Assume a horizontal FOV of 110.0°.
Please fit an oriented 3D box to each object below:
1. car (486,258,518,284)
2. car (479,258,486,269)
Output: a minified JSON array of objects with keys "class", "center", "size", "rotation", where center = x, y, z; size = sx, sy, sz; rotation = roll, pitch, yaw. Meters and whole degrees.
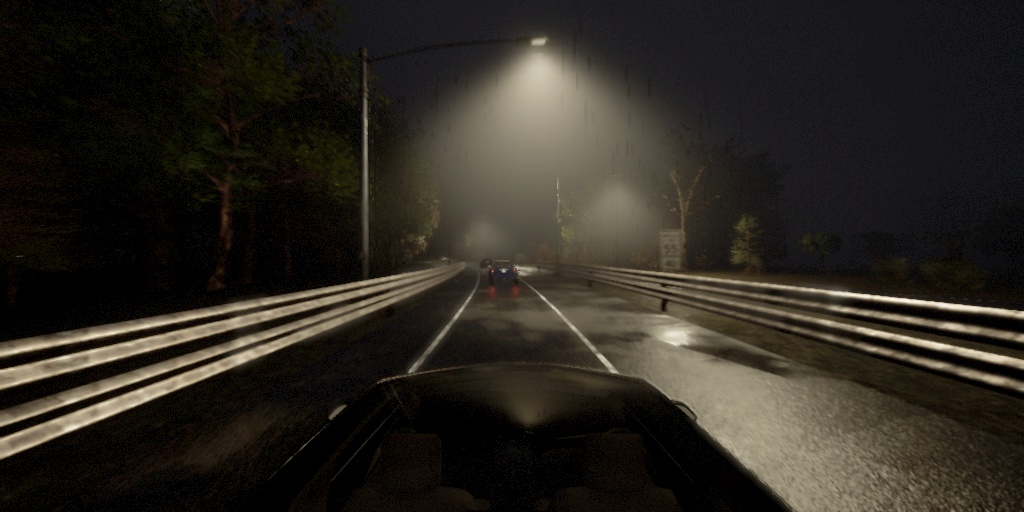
[{"class":"car","center":[-0.741,1.108,27.565],"size":[2.097,1.767,4.553],"rotation":[0,0,-4]},{"class":"car","center":[-4.178,1.116,58.444],"size":[2.097,1.767,4.553],"rotation":[0,0,-9]}]
